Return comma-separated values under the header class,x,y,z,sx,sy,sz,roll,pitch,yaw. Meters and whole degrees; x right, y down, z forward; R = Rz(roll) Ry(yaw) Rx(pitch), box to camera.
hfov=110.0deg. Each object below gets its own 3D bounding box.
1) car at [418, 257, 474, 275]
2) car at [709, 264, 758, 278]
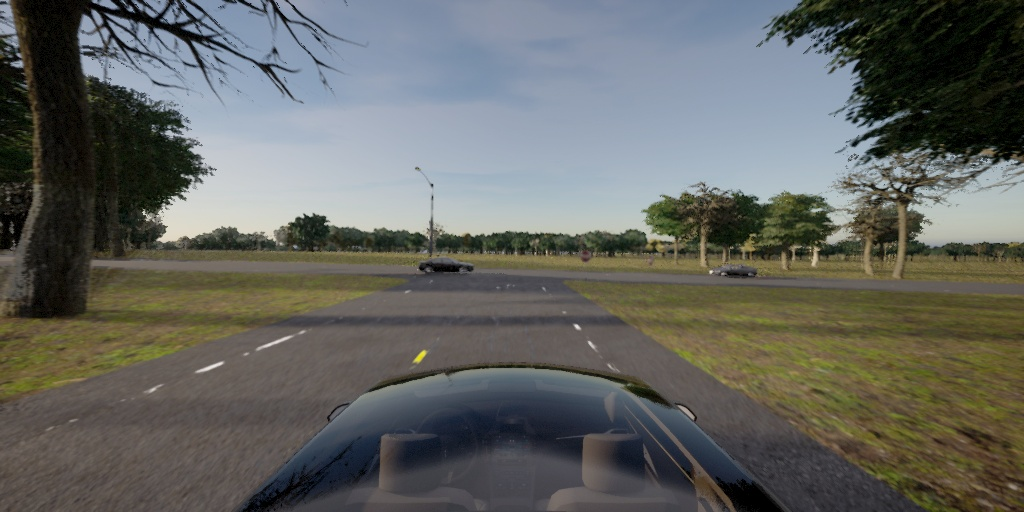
class,x,y,z,sx,sy,sz,roll,pitch,yaw
car,-6.015,0.858,32.898,5.008,1.535,1.882,1,1,0
car,24.499,1.664,39.763,4.902,1.511,2.128,1,2,0
